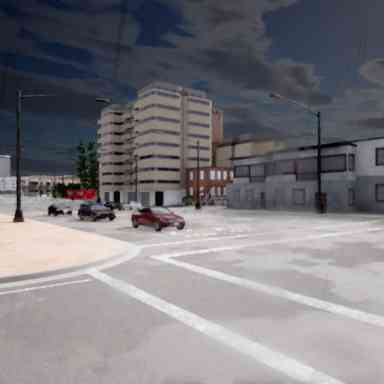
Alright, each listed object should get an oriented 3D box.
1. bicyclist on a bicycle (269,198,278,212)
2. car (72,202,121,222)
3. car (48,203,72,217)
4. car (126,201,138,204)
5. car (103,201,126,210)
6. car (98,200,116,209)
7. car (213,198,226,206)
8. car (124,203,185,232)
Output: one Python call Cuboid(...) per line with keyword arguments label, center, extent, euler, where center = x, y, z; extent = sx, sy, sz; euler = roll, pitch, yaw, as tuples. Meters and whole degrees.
Cuboid(label="bicyclist on a bicycle", center=(9.513, 1.514, 38.835), extent=(1.656, 1.620, 0.582), euler=(0, -1, -37))
Cuboid(label="car", center=(-8.640, 1.834, 29.735), extent=(2.033, 1.411, 5.357), euler=(0, -1, -37))
Cuboid(label="car", center=(-15.455, 2.034, 38.821), extent=(2.128, 1.511, 4.902), euler=(0, -1, -37))
Cuboid(label="car", center=(-10.002, 2.272, 55.093), extent=(1.812, 1.442, 4.674), euler=(0, -1, -36))
Cuboid(label="car", center=(-12.864, 2.253, 53.072), extent=(1.837, 1.490, 4.892), euler=(0, -1, -36))
Cuboid(label="car", center=(-16.232, 2.379, 63.293), extent=(1.812, 1.442, 4.674), euler=(0, 0, -37))
Cuboid(label="car", center=(5.553, 1.793, 60.075), extent=(1.970, 1.475, 3.806), euler=(0, -1, -37))
Cuboid(label="car", center=(-2.311, 1.640, 21.322), extent=(1.812, 1.442, 4.674), euler=(0, -1, -37))
